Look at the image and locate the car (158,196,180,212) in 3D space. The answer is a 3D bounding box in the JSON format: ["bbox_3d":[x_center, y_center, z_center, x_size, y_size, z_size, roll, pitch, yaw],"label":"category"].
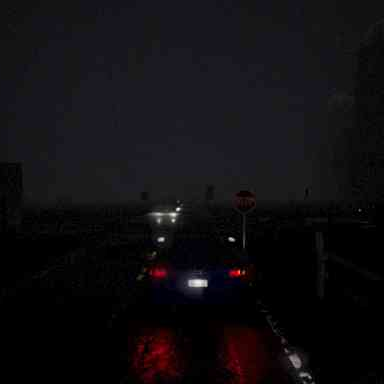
[{"bbox_3d":[-2.803,1.481,38.857,1.882,1.535,5.008,0,0,0],"label":"car"}]

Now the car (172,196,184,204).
[{"bbox_3d":[-2.712,1.573,63.709,2.033,1.411,5.357,0,0,1],"label":"car"}]

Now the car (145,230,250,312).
[{"bbox_3d":[0.106,1.562,7.807,1.994,1.385,4.181,0,0,0],"label":"car"}]

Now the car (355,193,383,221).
[{"bbox_3d":[15.154,0.958,24.579,5.566,2.045,2.150,-1,1,0],"label":"car"}]

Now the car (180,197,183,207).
[{"bbox_3d":[-2.783,1.363,49.051,2.097,1.767,4.553,0,0,0],"label":"car"}]

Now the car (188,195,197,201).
[{"bbox_3d":[0.081,1.483,79.386,1.994,1.385,4.181,0,0,0],"label":"car"}]

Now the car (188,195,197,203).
[{"bbox_3d":[0.070,1.579,68.961,2.033,1.411,5.357,0,0,0],"label":"car"}]
